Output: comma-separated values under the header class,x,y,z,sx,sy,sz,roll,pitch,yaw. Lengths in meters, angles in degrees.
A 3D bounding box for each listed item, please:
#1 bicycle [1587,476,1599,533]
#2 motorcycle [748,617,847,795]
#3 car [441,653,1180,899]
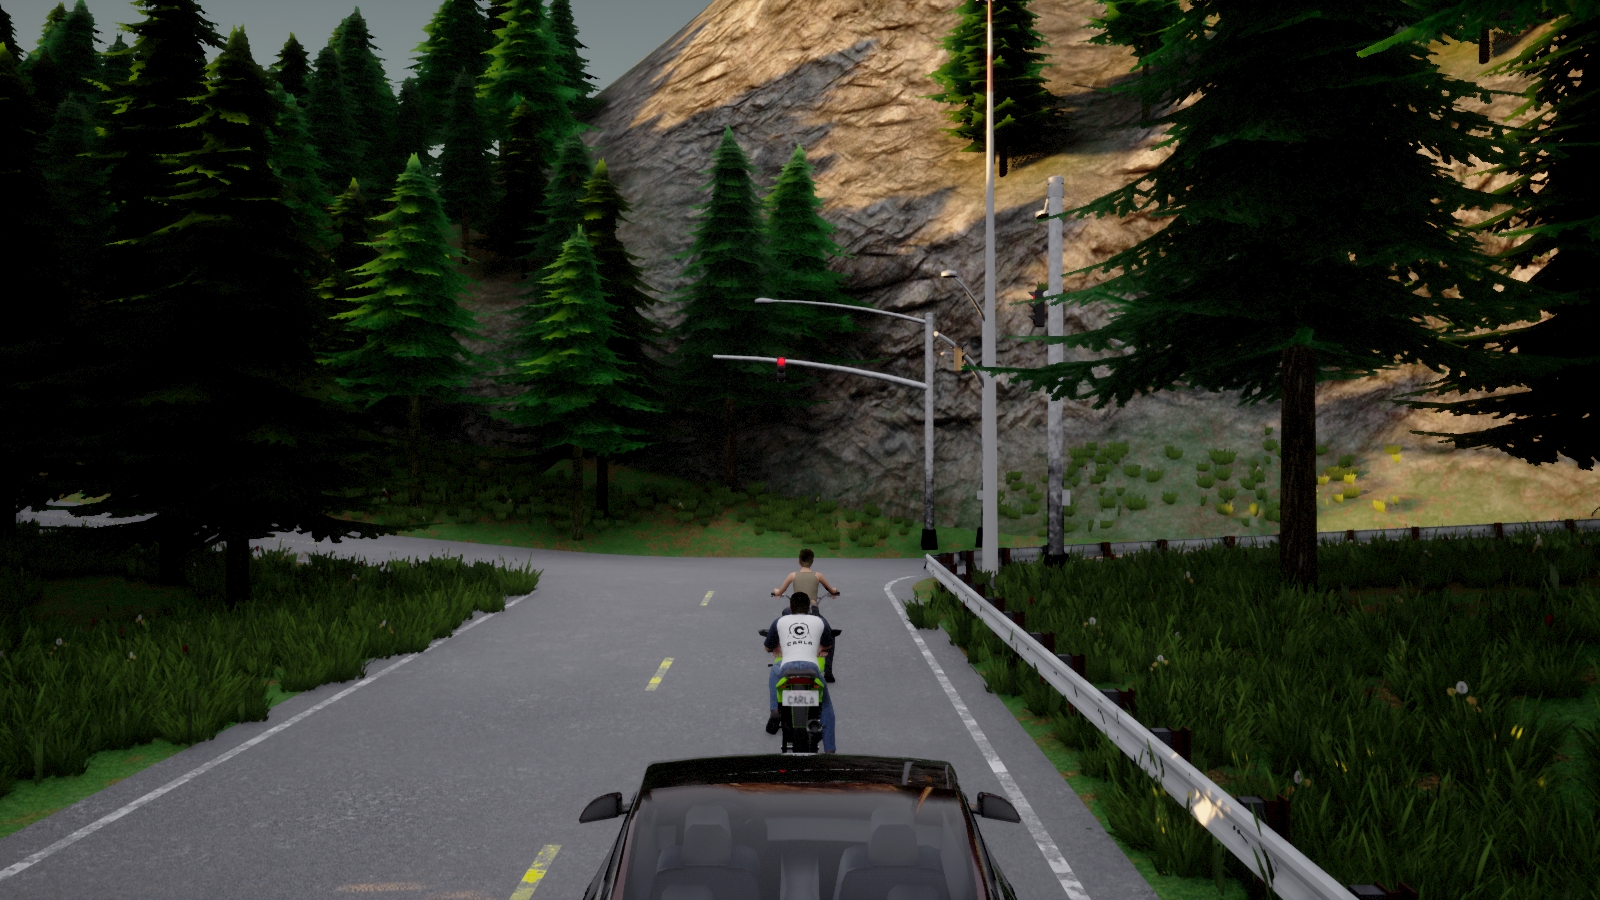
class,x,y,z,sx,sy,sz,roll,pitch,yaw
bicycle,21.563,1.369,29.554,1.835,1.471,0.329,-5,-2,26
motorcycle,-0.020,2.213,10.238,0.803,1.145,2.033,0,0,0
car,0.029,2.063,5.012,2.163,1.488,4.792,0,0,0
